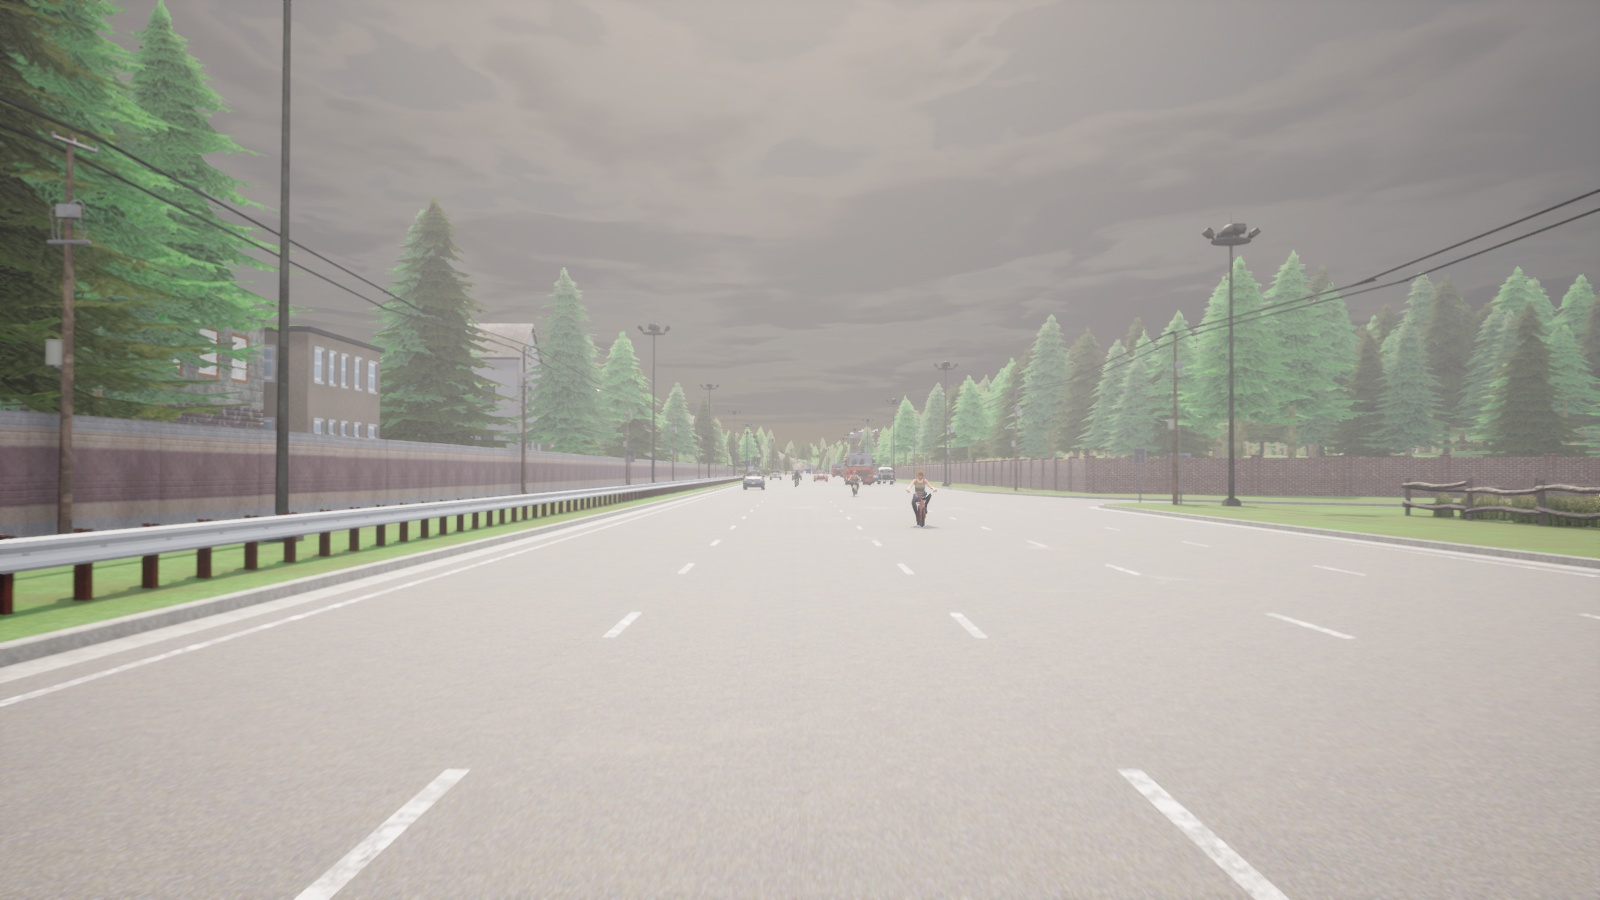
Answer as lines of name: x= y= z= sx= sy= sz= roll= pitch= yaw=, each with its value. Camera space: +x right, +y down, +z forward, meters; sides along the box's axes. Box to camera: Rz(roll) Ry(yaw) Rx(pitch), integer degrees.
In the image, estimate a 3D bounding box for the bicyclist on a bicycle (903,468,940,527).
bicyclist on a bicycle: x=3.410 y=1.329 z=35.332 sx=0.866 sy=1.612 sz=1.509 roll=0 pitch=-1 yaw=0
